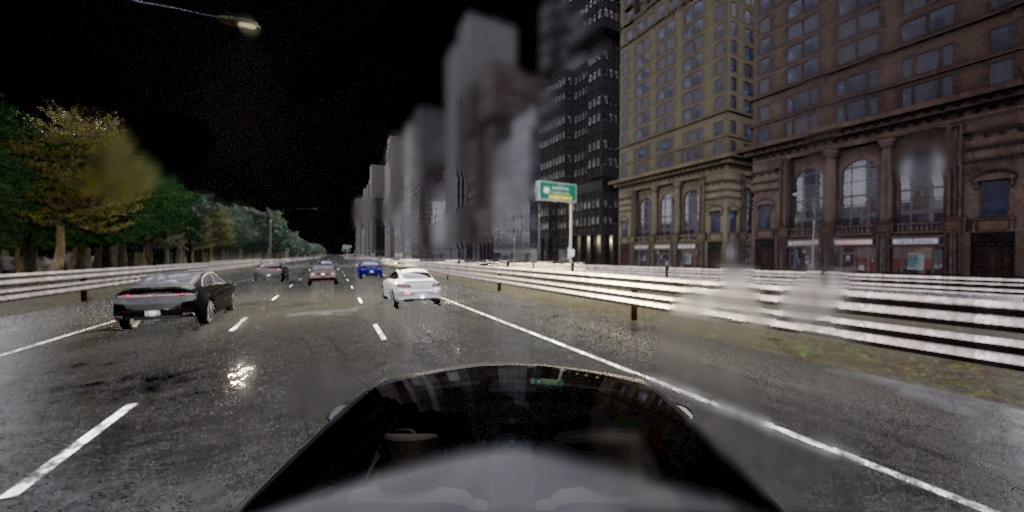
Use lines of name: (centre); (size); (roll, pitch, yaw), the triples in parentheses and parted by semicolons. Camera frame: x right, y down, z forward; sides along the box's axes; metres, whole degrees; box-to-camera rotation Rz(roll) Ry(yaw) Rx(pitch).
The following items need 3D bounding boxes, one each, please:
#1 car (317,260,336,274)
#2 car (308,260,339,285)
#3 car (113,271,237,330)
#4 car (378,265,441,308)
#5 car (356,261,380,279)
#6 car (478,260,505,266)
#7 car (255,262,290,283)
car: (-20.780, 1.207, 40.246); (1.812, 1.442, 4.674); (0, 0, -27)
car: (-13.600, 1.247, 25.905); (2.033, 1.411, 5.357); (0, 0, -27)
car: (-10.128, 1.215, 11.175); (2.128, 1.511, 4.902); (0, 0, -27)
car: (-4.336, 1.249, 15.239); (1.812, 1.442, 4.674); (0, 0, -27)
car: (-12.837, 1.171, 32.189); (1.882, 1.535, 5.008); (0, 0, -27)
car: (-3.103, 1.325, 52.620); (1.837, 1.490, 4.892); (0, 0, -45)
car: (-18.384, 1.184, 27.649); (2.128, 1.511, 4.902); (0, 0, -27)
